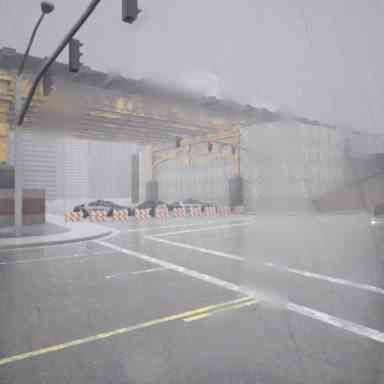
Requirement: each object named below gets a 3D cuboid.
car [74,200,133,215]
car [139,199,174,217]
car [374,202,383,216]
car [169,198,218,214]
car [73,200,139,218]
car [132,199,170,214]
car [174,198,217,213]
[{"bbox_3d":[-7.595,1.295,28.805,4.536,1.218,1.853,0,0,8],"label":"car"},{"bbox_3d":[-3.800,1.453,31.485,2.038,1.542,4.974,0,0,18],"label":"car"},{"bbox_3d":[19.020,1.478,31.348,5.008,1.535,1.882,0,0,-37],"label":"car"},{"bbox_3d":[0.108,1.453,35.247,4.974,1.542,2.038,0,0,-7],"label":"car"},{"bbox_3d":[-7.544,1.453,28.798,4.974,1.542,2.038,0,0,8],"label":"car"},{"bbox_3d":[-3.784,1.295,31.535,1.853,1.218,4.536,0,0,18],"label":"car"},{"bbox_3d":[0.056,1.295,35.241,4.536,1.218,1.853,0,0,-7],"label":"car"}]
